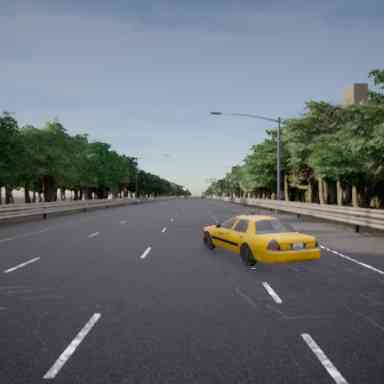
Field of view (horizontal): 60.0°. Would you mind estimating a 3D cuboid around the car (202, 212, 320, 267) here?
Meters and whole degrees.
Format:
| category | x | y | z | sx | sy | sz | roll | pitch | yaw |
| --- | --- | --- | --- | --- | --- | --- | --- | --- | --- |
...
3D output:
| category | x | y | z | sx | sy | sz | roll | pitch | yaw |
| --- | --- | --- | --- | --- | --- | --- | --- | --- | --- |
| car | 1.985 | 1.448 | 11.472 | 1.801 | 1.575 | 5.366 | 0 | 0 | -21 |
